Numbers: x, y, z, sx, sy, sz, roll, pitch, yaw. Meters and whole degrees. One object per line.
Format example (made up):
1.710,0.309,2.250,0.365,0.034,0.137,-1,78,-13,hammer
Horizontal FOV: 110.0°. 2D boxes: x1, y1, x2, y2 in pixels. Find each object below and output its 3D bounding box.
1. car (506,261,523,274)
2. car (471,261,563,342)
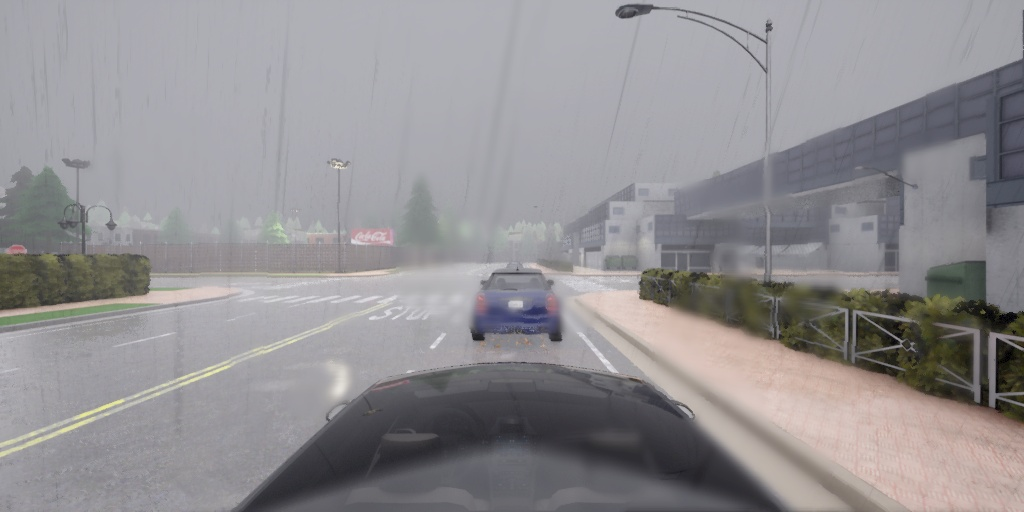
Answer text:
0.327,1.311,42.806,1.994,1.385,4.181,0,0,1,car
0.179,1.101,9.992,2.097,1.767,4.553,0,0,2,car
